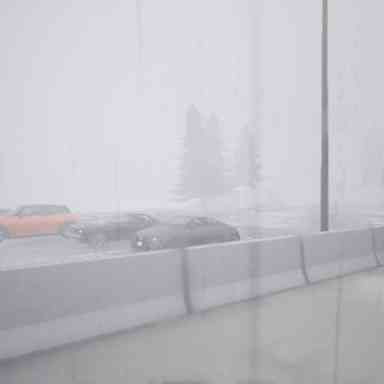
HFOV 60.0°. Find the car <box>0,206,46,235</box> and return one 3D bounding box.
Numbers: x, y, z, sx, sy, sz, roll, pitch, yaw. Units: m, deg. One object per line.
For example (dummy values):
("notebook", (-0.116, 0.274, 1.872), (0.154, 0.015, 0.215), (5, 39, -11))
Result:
("car", (-10.587, 1.528, 17.935), (4.674, 1.442, 1.812), (0, 0, -35))

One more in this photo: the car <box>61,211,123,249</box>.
("car", (-3.000, 1.613, 14.746), (4.718, 1.301, 1.895), (0, 0, -35))

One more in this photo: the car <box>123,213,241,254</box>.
("car", (-0.148, 1.578, 12.479), (4.181, 1.385, 1.994), (0, 0, -35))

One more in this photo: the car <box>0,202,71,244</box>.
("car", (-7.726, 1.356, 15.676), (4.553, 1.767, 2.097), (0, 0, -35))
